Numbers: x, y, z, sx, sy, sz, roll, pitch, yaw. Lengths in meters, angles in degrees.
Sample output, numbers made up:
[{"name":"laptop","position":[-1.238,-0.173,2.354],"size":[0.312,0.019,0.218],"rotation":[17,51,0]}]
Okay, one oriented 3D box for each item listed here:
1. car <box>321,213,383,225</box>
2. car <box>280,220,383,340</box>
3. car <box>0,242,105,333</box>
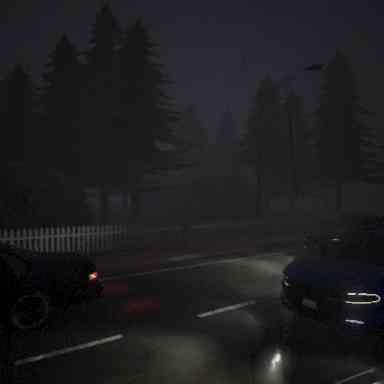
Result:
[{"name":"car","position":[6.262,1.591,12.727],"size":[5.008,1.535,1.882],"rotation":[1,0,-35]},{"name":"car","position":[3.913,1.542,6.740],"size":[5.008,1.535,1.882],"rotation":[1,-1,-35]},{"name":"car","position":[-4.192,1.544,5.291],"size":[5.357,1.411,2.033],"rotation":[1,0,-35]}]
